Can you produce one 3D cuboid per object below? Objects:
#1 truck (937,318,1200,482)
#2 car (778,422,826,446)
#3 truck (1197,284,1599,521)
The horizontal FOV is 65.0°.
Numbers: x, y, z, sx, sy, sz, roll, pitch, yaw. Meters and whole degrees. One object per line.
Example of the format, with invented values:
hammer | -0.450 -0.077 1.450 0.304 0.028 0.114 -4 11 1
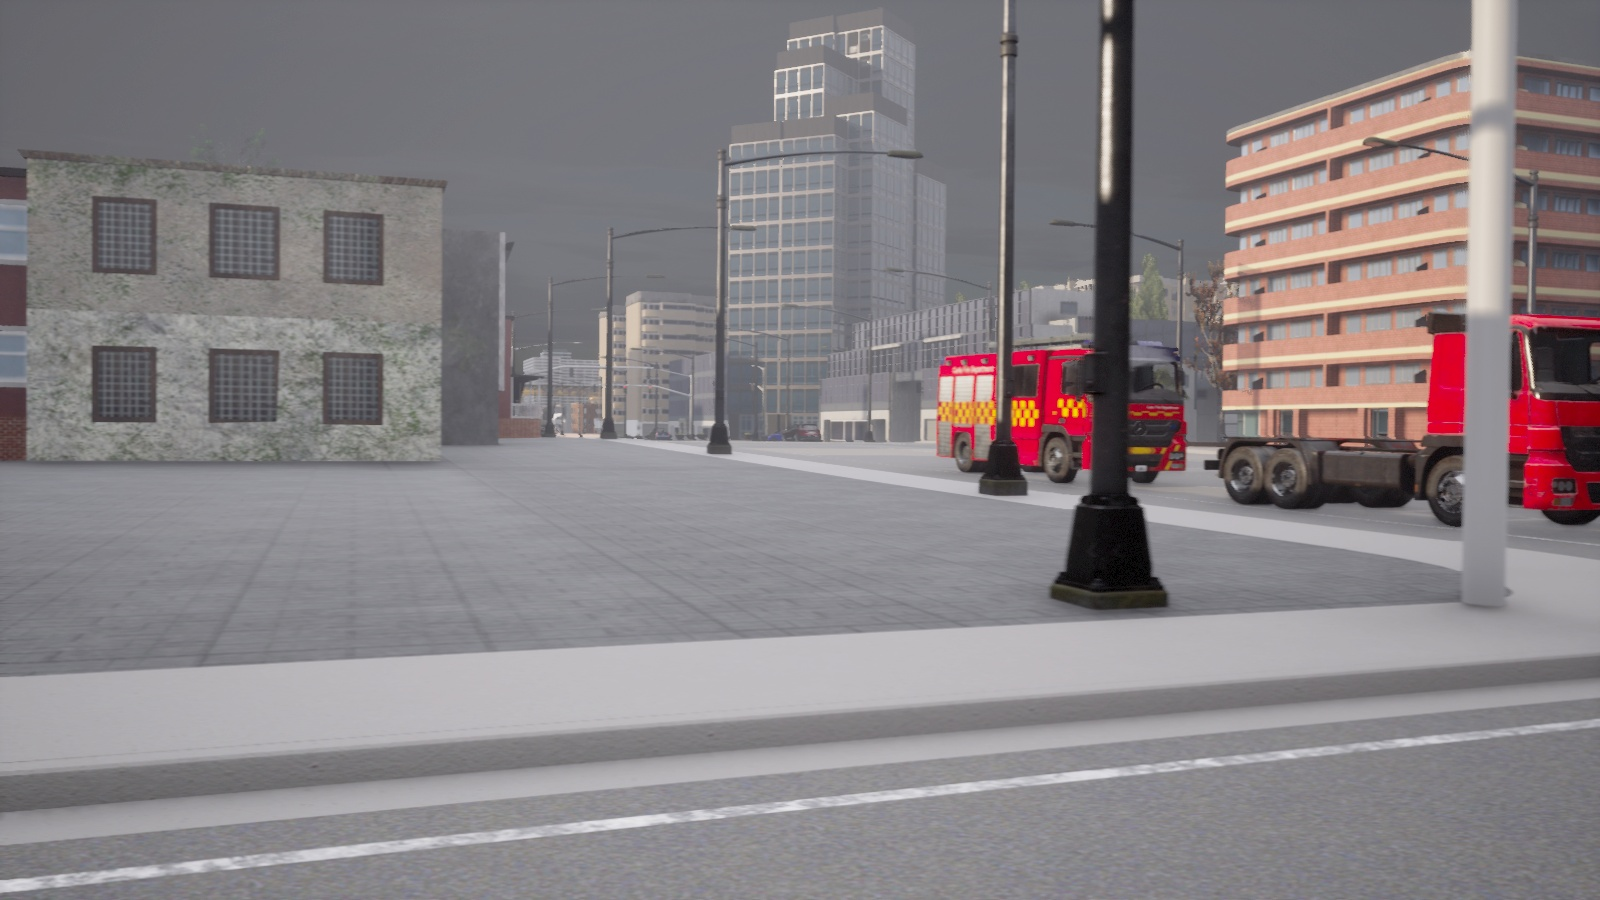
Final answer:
truck | 6.870 -1.308 33.831 2.891 3.827 8.468 -1 2 -20
car | 0.117 -1.205 94.383 2.033 1.649 4.856 -1 -1 -20
truck | 10.891 -0.804 22.574 2.891 3.462 7.936 -1 2 -20
